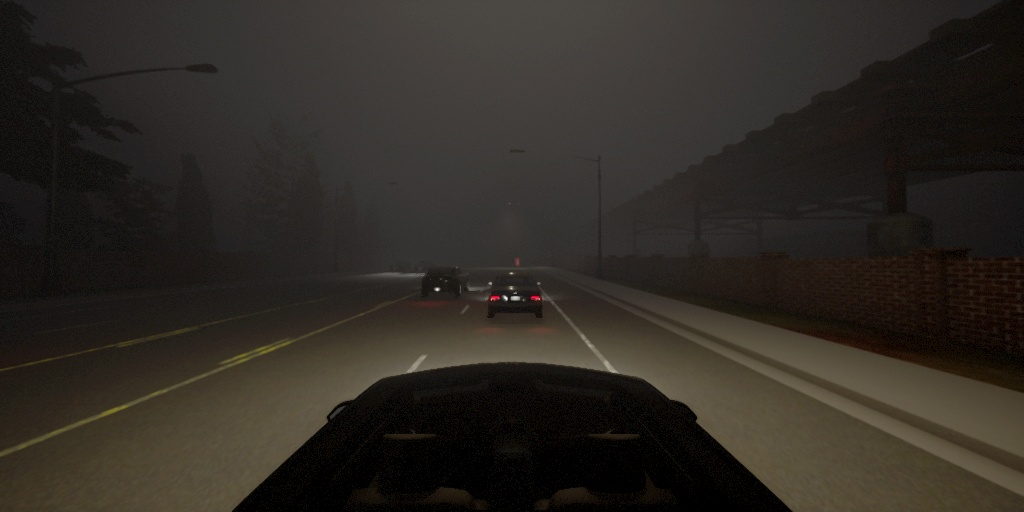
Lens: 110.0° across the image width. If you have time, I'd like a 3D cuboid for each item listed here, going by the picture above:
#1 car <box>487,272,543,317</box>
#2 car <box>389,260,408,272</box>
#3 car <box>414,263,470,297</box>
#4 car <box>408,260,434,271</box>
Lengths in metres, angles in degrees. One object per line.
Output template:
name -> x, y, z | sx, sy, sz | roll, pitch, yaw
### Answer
car -> 0.098, 1.304, 13.148 | 2.033, 1.411, 5.357 | 0, 0, 0
car -> -14.121, 1.266, 45.619 | 2.128, 1.511, 4.902 | 0, 0, 0
car -> -3.403, 1.265, 18.749 | 1.837, 1.490, 4.892 | 0, 0, 0
car -> -10.614, 1.265, 43.831 | 2.128, 1.511, 4.902 | 0, 0, 0
